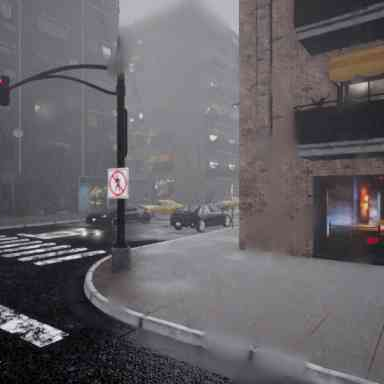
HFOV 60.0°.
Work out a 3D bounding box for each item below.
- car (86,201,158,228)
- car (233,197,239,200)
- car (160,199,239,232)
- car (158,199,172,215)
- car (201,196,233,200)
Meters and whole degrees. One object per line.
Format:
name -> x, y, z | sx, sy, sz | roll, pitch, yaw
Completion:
car -> -4.436, 1.368, 20.591 | 1.994, 1.385, 4.181 | 0, 1, 36
car -> 4.079, 1.111, 36.531 | 1.752, 1.417, 4.829 | 1, 1, 36
car -> 0.599, 1.333, 18.293 | 2.008, 1.369, 4.403 | 1, 1, 36
car -> -2.574, 1.252, 27.346 | 1.752, 1.417, 4.829 | 1, 1, 36
car -> 1.368, 1.245, 28.595 | 1.994, 1.385, 4.181 | 0, 1, 36
